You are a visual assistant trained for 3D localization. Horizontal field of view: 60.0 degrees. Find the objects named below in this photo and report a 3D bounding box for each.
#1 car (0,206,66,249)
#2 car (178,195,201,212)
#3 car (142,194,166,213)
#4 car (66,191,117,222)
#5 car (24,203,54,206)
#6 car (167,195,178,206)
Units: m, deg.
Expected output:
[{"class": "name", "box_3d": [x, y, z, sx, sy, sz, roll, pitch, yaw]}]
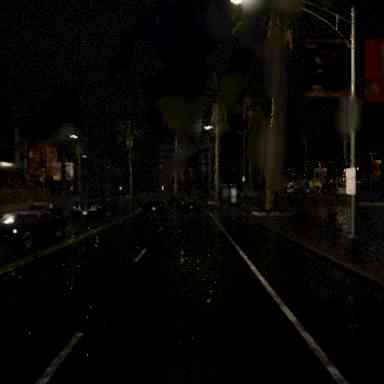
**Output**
[{"class": "car", "box_3d": [-7.109, 1.484, 14.145, 1.895, 1.301, 4.718, 0, 0, 0]}, {"class": "car", "box_3d": [-0.209, 1.247, 33.695, 1.812, 1.442, 4.674, 0, 1, -4]}, {"class": "car", "box_3d": [-3.679, 1.234, 32.876, 1.837, 1.490, 4.892, 0, 1, -4]}, {"class": "car", "box_3d": [-7.142, 1.016, 24.862, 2.150, 2.045, 5.566, 0, 0, 0]}, {"class": "car", "box_3d": [-10.633, 1.413, 22.695, 1.895, 1.301, 4.718, 0, 0, 0]}, {"class": "car", "box_3d": [-2.288, 1.093, 46.610, 1.882, 1.535, 5.008, 0, 0, -15]}]
